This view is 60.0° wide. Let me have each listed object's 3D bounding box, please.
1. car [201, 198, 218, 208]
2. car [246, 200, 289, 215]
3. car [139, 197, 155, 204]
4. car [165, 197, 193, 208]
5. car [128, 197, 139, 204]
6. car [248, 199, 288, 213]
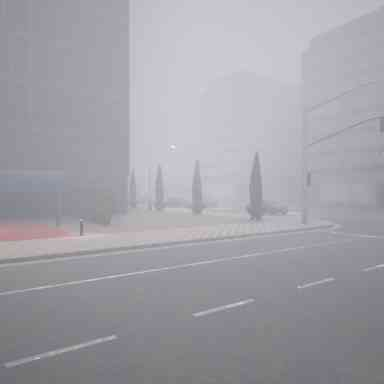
[{"bbox_3d":[1.846,1.564,47.699,1.994,1.385,4.181,0,0,-35],"label":"car"},{"bbox_3d":[7.469,1.526,33.525,1.812,1.442,4.674,0,0,-38],"label":"car"},{"bbox_3d":[-8.773,1.564,63.061,1.994,1.385,4.181,0,0,-34],"label":"car"},{"bbox_3d":[-1.989,1.504,47.079,1.837,1.490,4.892,0,0,-35],"label":"car"},{"bbox_3d":[-12.321,1.418,62.045,2.097,1.767,4.553,0,0,-35],"label":"car"},{"bbox_3d":[8.614,1.564,37.999,1.994,1.385,4.181,0,0,-35],"label":"car"}]
